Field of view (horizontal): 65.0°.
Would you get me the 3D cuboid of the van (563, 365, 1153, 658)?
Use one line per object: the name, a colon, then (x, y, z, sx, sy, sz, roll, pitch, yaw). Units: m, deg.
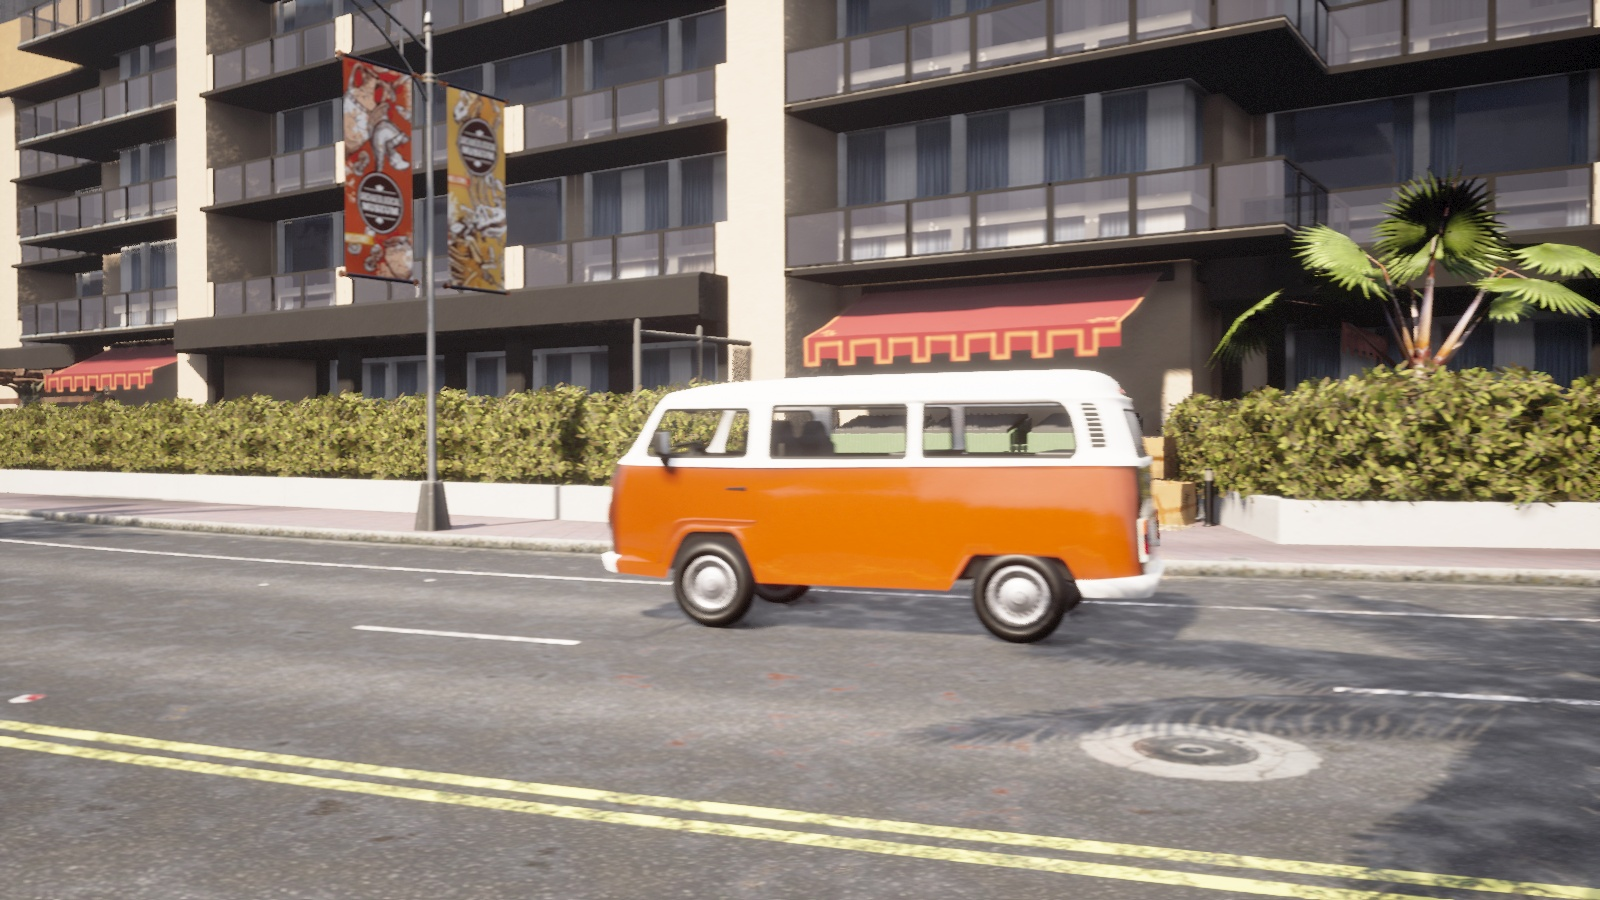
van: (0.531, 0.394, 10.427, 4.480, 2.038, 2.069, 1, 1, 19)
